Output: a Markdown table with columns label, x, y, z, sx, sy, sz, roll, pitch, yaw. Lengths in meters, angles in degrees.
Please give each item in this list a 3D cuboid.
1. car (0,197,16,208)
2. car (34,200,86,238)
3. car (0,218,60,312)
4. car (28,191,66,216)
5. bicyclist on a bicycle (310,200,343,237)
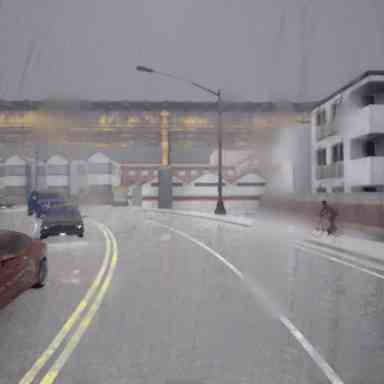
| label | x | y | z | sx | sy | sz | roll | pitch | yaw |
| --- | --- | --- | --- | --- | --- | --- | --- | --- | --- |
| car | -25.427 | 1.421 | 43.506 | 5.357 | 1.411 | 2.033 | -1 | -1 | 27 |
| car | -6.369 | 1.367 | 16.554 | 2.033 | 1.411 | 5.357 | 0 | 1 | -20 |
| car | -4.131 | 1.483 | 6.225 | 1.812 | 1.442 | 4.674 | 0 | 1 | -7 |
| car | -11.470 | 0.917 | 26.377 | 2.150 | 2.045 | 5.566 | 0 | 0 | -36 |
| bicyclist on a bicycle | 5.915 | 1.167 | 14.569 | 1.656 | 1.620 | 0.582 | 0 | 0 | -13 |
